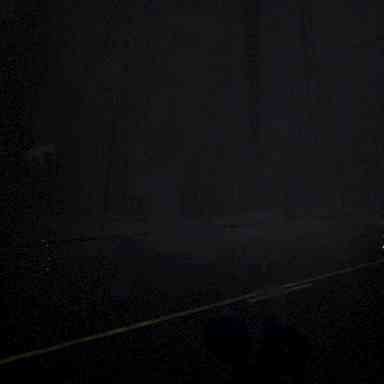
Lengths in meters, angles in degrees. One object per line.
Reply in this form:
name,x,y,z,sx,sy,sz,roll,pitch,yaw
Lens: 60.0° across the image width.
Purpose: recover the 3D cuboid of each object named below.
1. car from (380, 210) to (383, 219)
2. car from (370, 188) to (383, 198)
car,15.531,1.335,23.612,5.357,1.411,2.033,-1,0,-35
car,29.578,0.139,52.575,3.806,1.475,1.970,-3,2,-35
